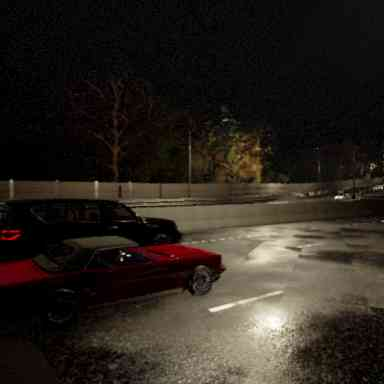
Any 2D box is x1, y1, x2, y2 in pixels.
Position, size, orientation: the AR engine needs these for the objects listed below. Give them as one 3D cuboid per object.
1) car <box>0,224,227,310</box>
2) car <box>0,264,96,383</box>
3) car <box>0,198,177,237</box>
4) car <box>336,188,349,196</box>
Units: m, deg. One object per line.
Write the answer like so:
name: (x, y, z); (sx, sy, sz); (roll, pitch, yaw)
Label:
car: (-1.552, 1.594, 6.942); (4.718, 1.301, 1.895); (0, 0, -35)
car: (-3.302, 1.552, 1.390); (5.357, 1.411, 2.033); (0, 0, -36)
car: (-2.933, 1.212, 10.255); (5.566, 2.045, 2.150); (0, 0, -35)
car: (38.935, 0.381, 87.242); (2.128, 1.511, 4.902); (0, 1, 32)
